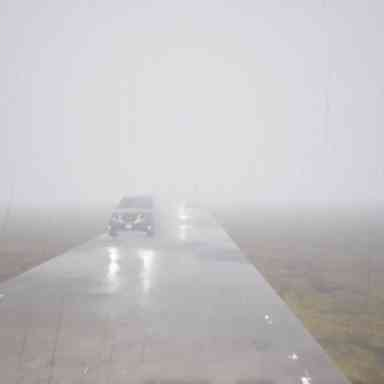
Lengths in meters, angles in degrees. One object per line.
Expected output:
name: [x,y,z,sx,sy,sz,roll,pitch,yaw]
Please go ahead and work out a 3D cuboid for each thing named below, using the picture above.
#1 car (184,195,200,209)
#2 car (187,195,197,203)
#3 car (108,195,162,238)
car: [0.032,1.383,43.378,1.812,1.442,4.674,0,0,0]
car: [0.001,1.306,62.429,1.812,1.442,4.674,0,0,0]
car: [-2.877,1.180,17.862,2.150,2.045,5.566,0,0,0]
